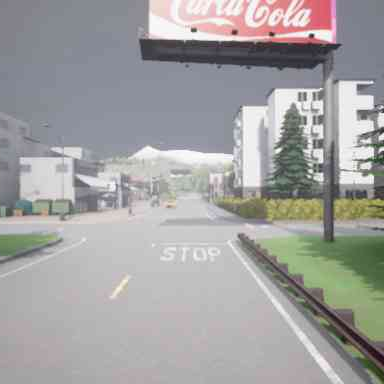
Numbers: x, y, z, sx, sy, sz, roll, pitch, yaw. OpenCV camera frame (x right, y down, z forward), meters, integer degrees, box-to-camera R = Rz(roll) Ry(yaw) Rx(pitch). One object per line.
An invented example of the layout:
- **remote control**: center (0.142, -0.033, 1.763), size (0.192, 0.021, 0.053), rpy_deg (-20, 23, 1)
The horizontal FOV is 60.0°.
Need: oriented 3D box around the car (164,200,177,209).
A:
- **car**: center (-3.515, 2.022, 55.504), size (1.882, 1.535, 5.008), rpy_deg (0, 1, 0)
